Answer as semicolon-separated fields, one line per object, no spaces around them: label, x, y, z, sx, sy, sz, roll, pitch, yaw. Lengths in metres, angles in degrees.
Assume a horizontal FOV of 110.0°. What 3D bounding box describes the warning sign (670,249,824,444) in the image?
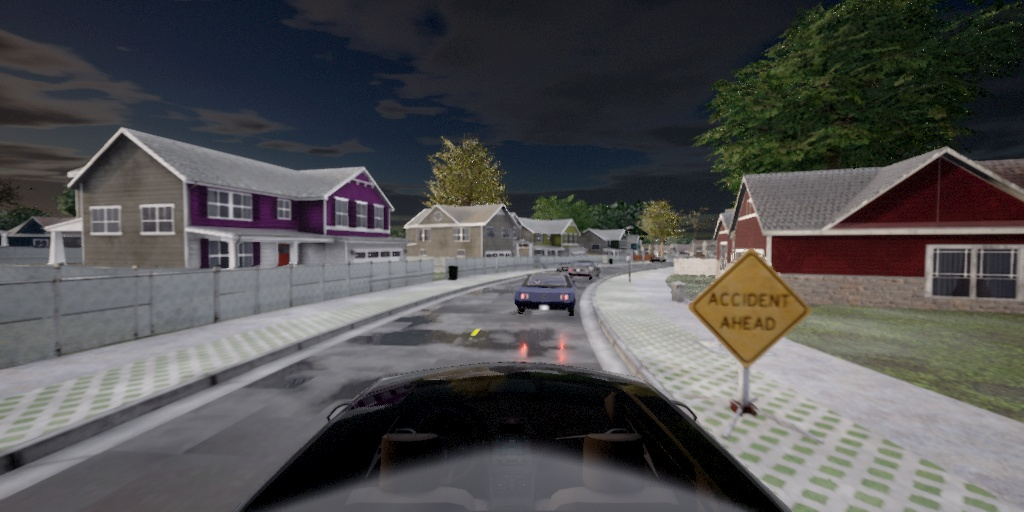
warning sign;2.561;0.851;3.984;1.300;1.860;1.060;0;0;3

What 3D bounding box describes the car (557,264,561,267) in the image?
car;5.813;1.012;35.043;1.994;1.385;4.181;1;1;27

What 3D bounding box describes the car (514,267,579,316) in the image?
car;1.356;1.247;13.022;1.895;1.301;4.718;0;1;10

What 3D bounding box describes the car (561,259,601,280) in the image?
car;5.759;1.073;28.241;2.033;1.411;5.357;1;1;23
